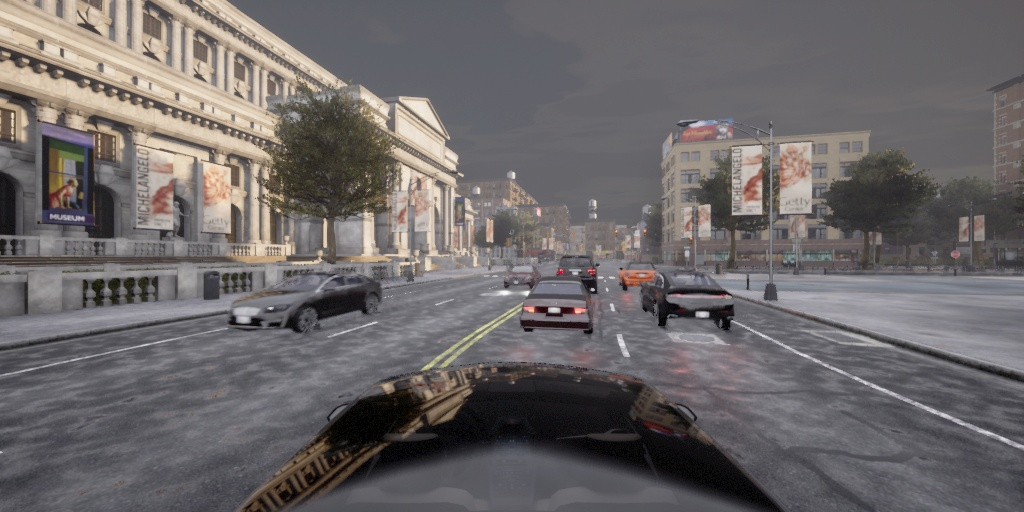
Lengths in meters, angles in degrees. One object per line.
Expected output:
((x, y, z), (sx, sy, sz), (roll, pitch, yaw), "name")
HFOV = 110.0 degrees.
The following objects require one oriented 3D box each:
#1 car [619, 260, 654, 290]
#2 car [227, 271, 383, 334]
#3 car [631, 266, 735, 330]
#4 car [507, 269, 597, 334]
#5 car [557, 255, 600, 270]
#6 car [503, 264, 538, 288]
((7.783, 1.102, 22.157), (2.097, 1.767, 4.553), (0, 0, 13), "car")
((-5.850, 1.241, 10.870), (2.128, 1.511, 4.902), (0, 0, 12), "car")
((5.240, 1.240, 11.265), (2.128, 1.511, 4.902), (0, 0, 12), "car")
((1.473, 1.297, 10.734), (2.033, 1.411, 5.357), (0, 0, 11), "car")
((3.821, 0.971, 20.710), (2.150, 2.045, 5.566), (0, 0, 14), "car")
((0.800, 1.291, 23.583), (1.812, 1.442, 4.674), (0, 0, 14), "car")
